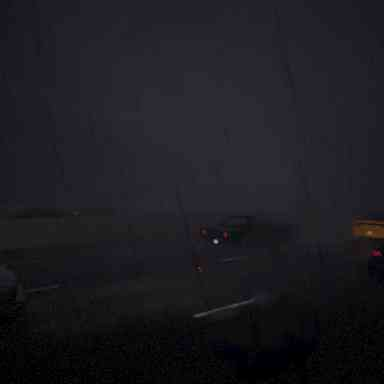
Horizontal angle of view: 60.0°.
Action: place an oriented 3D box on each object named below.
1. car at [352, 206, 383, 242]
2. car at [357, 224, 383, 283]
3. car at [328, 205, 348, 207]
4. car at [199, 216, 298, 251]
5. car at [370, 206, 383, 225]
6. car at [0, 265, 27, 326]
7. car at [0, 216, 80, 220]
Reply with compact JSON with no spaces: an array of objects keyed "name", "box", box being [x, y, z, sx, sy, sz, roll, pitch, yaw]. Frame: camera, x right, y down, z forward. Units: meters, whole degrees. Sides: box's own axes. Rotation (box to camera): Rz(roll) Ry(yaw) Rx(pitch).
[{"name":"car","box":[9.584,1.646,16.034,5.008,1.535,1.882,1,0,-41]},{"name":"car","box":[6.483,1.665,8.897,4.181,1.385,1.994,1,0,-39]},{"name":"car","box":[21.389,1.984,48.535,1.812,1.442,4.674,0,-1,40]},{"name":"car","box":[2.681,1.714,14.786,4.718,1.301,1.895,1,0,-39]},{"name":"car","box":[16.171,1.847,26.944,4.181,1.385,1.994,1,-1,-45]},{"name":"car","box":[-4.953,1.597,4.588,4.718,1.301,1.895,1,0,-35]},{"name":"car","box":[-9.051,1.627,19.213,4.181,1.385,1.994,1,0,-37]}]
